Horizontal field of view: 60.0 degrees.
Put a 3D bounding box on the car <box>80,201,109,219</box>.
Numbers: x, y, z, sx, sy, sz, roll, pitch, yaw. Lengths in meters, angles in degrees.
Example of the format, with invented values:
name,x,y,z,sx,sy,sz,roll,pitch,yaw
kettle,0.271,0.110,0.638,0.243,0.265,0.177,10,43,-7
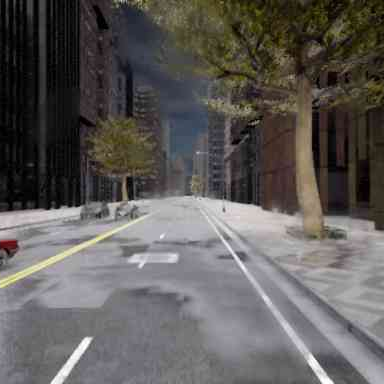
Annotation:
name,x,y,z,sx,sy,sz,roll,pitch,yaw
car,-9.845,1.789,34.027,2.097,1.767,4.553,0,-1,0

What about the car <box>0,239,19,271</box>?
name,x,y,z,sx,sy,sz,roll,pitch,yaw
car,-6.607,1.718,8.704,1.895,1.301,4.718,0,-1,0

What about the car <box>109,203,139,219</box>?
name,x,y,z,sx,sy,sz,roll,pitch,yaw
car,-6.595,1.906,34.006,2.128,1.511,4.902,0,-1,0
